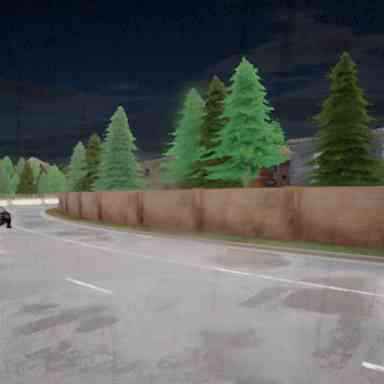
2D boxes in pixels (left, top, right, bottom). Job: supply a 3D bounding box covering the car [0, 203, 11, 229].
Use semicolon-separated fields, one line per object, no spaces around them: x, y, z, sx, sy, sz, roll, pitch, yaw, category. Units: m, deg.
-14.121;1.752;23.462;1.882;1.535;5.008;0;-2;-38;car
